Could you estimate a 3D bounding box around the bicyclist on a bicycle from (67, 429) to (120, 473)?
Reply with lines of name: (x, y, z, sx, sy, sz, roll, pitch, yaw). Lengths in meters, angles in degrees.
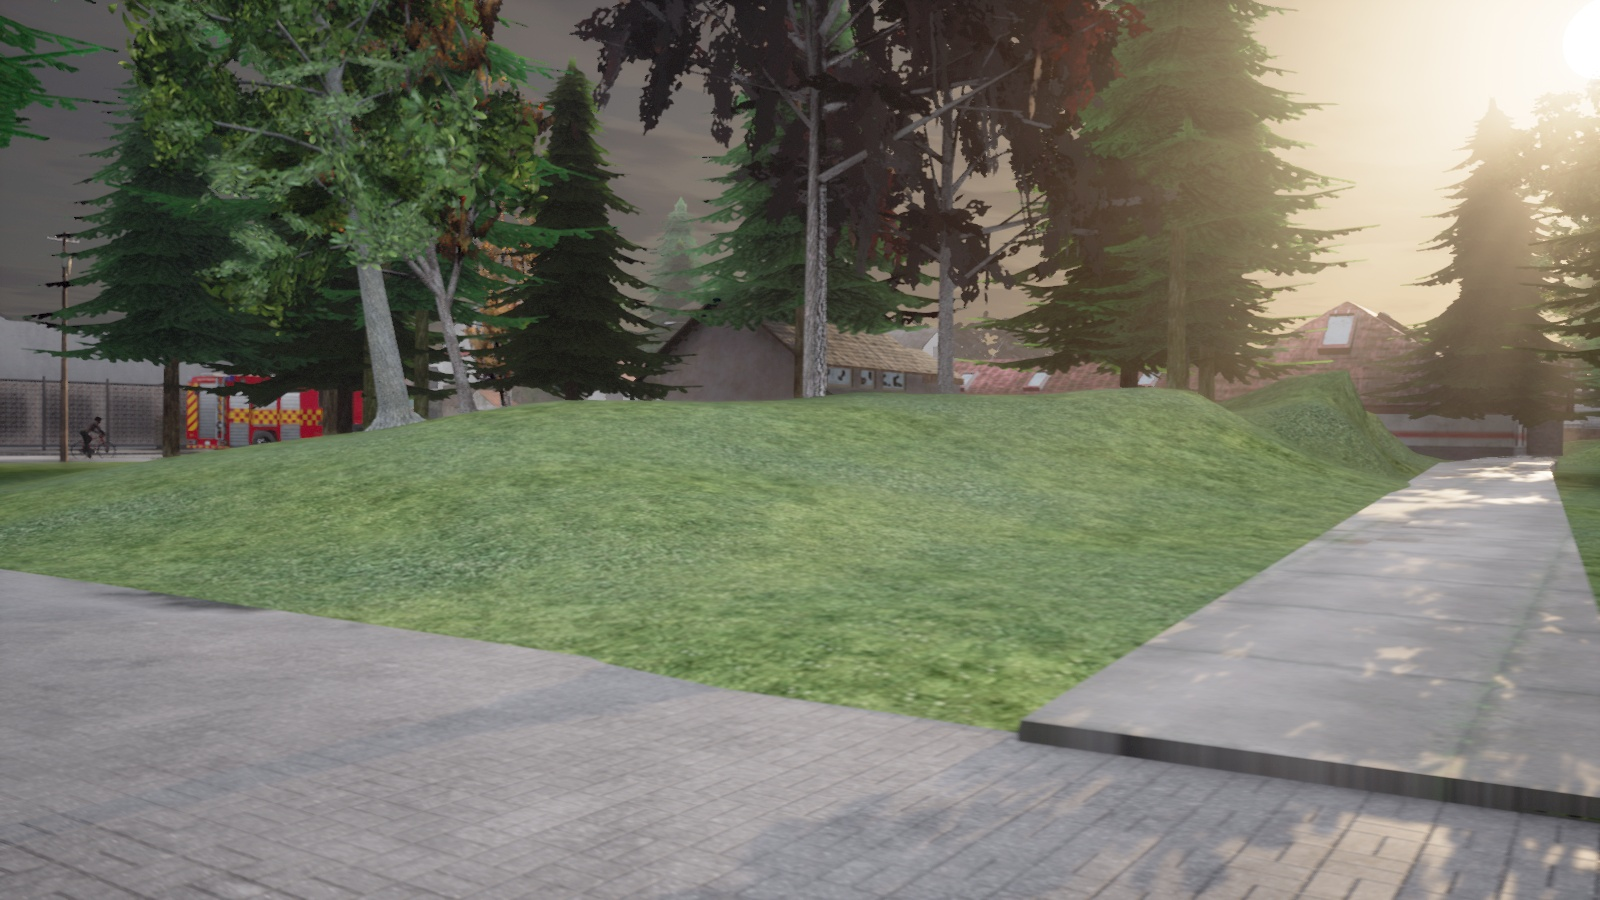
bicyclist on a bicycle: (-26.527, 0.042, 47.185, 0.582, 1.620, 1.656, 0, 1, 34)

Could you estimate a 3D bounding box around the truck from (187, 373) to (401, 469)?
truck: (-21.692, -1.219, 54.440, 2.891, 3.827, 8.468, 0, 1, 32)
